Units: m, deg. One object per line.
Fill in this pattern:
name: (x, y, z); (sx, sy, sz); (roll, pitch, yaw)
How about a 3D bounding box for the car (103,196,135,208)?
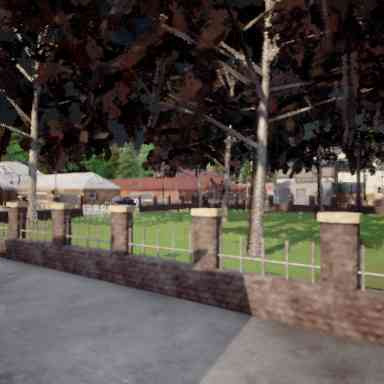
car: (-10.250, 1.403, 46.879); (2.097, 1.767, 4.553); (0, 0, 36)
